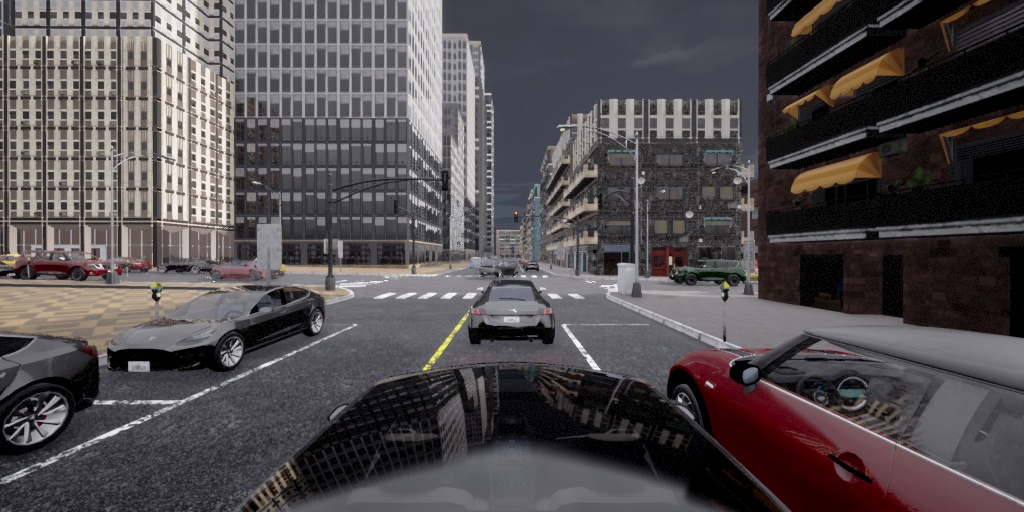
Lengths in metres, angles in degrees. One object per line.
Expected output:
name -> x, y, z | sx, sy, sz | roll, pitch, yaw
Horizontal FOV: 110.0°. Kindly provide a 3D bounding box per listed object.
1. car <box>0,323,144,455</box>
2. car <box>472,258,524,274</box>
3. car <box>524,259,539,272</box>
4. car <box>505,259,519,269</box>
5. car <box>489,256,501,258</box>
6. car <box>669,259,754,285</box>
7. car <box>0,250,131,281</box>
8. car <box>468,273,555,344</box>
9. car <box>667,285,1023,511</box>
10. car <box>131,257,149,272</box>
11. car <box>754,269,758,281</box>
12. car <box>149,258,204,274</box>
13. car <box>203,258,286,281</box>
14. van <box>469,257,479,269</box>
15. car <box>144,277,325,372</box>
car -> -5.688, 1.316, 2.407 | 1.948, 1.339, 4.313 | 0, 0, 0
car -> -1.153, 1.231, 32.355 | 2.128, 1.511, 4.902 | 2, 1, 27
car -> 2.593, 1.320, 47.317 | 1.948, 1.339, 4.313 | 0, 0, 0
car -> -0.024, 1.249, 59.205 | 2.128, 1.511, 4.902 | 0, 0, 0
car -> -3.204, 0.980, 62.361 | 2.150, 2.045, 5.566 | 0, 0, 0
car -> 15.524, 1.290, 28.542 | 5.566, 2.045, 2.150 | 1, 0, -1
car -> -27.428, 0.591, 22.173 | 5.009, 1.841, 2.192 | 0, 0, -1
car -> -0.013, 1.314, 9.583 | 1.994, 1.385, 4.181 | 0, 0, 0
car -> 2.693, 1.190, 2.427 | 1.967, 1.591, 4.097 | 0, 0, 0
car -> -33.168, 0.727, 30.478 | 4.207, 1.307, 1.802 | 0, 0, -1
car -> 21.303, 1.698, 31.215 | 4.829, 1.417, 1.751 | 0, 0, -1
car -> -27.550, 0.816, 30.554 | 4.313, 1.339, 1.948 | 0, 0, -1
car -> -18.325, 1.002, 24.886 | 4.181, 1.385, 1.994 | 1, 0, -1
van -> -5.810, 1.097, 57.264 | 1.690, 1.789, 3.998 | 0, 0, 0
car -> -5.700, 1.315, 7.653 | 1.948, 1.339, 4.313 | 0, 0, 0
